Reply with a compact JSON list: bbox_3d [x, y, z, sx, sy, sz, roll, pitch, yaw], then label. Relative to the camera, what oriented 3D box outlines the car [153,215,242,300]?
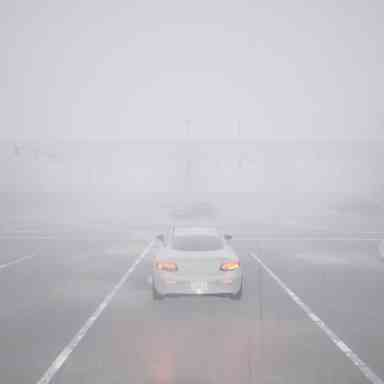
[{"bbox_3d":[0.071,1.527,8.277,1.812,1.442,4.674,0,0,-1],"label":"car"}]

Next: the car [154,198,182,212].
[{"bbox_3d":[-1.985,1.489,38.595,4.902,1.511,2.128,0,0,2],"label":"car"}]

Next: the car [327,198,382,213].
[{"bbox_3d":[16.926,1.529,34.587,4.718,1.301,1.895,0,0,2],"label":"car"}]

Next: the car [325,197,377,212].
[{"bbox_3d":[18.115,1.397,38.053,5.008,1.535,1.882,0,0,2],"label":"car"}]

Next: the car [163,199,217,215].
[{"bbox_3d":[0.183,1.490,27.082,1.837,1.490,4.892,-2,-1,39],"label":"car"}]
